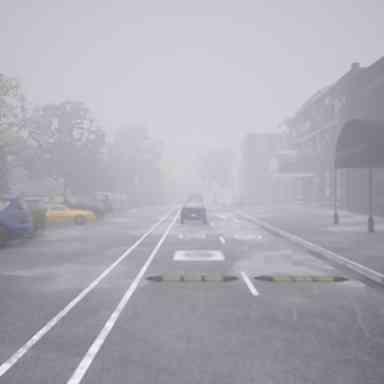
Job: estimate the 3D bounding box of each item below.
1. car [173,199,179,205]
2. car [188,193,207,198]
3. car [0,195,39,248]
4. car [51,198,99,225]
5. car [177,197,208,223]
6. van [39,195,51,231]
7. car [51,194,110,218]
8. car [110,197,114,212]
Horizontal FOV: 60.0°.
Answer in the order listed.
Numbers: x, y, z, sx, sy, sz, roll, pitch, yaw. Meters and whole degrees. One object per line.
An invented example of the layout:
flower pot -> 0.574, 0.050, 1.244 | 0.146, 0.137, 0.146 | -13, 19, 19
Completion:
car -> -2.893, 2.105, 71.485 | 1.994, 1.385, 4.181 | 0, -1, 2
car -> 0.486, 1.168, 44.137 | 2.150, 2.045, 5.566 | 0, -1, 3
car -> -9.472, 1.226, 13.400 | 5.566, 2.045, 2.435 | -1, 0, -20
car -> -9.270, 1.449, 22.370 | 5.366, 1.575, 1.946 | -1, 0, -20
car -> 0.113, 1.438, 25.371 | 1.882, 1.535, 5.008 | 0, 0, 0
van -> -9.547, 1.247, 16.326 | 4.442, 1.987, 1.878 | -1, 0, -20
car -> -9.410, 1.194, 25.267 | 5.566, 2.045, 2.435 | -1, 0, -20
car -> -9.454, 1.185, 28.195 | 5.566, 2.045, 2.435 | -1, 0, -20
